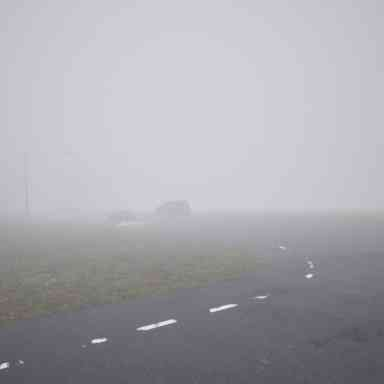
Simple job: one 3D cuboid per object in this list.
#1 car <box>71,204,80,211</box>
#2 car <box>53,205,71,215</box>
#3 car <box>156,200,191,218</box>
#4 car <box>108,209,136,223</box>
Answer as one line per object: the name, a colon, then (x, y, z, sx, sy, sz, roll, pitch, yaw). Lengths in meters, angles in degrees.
car: (-27.600, 3.622, 77.172, 1.882, 1.535, 5.008, -2, 0, -35)
car: (-24.897, 3.475, 62.618, 2.033, 1.411, 5.357, -2, 0, -30)
car: (-2.393, 2.099, 41.599, 2.150, 2.045, 5.566, -2, 0, -35)
car: (-7.879, 2.644, 37.256, 1.994, 1.385, 4.181, -2, 0, -35)
